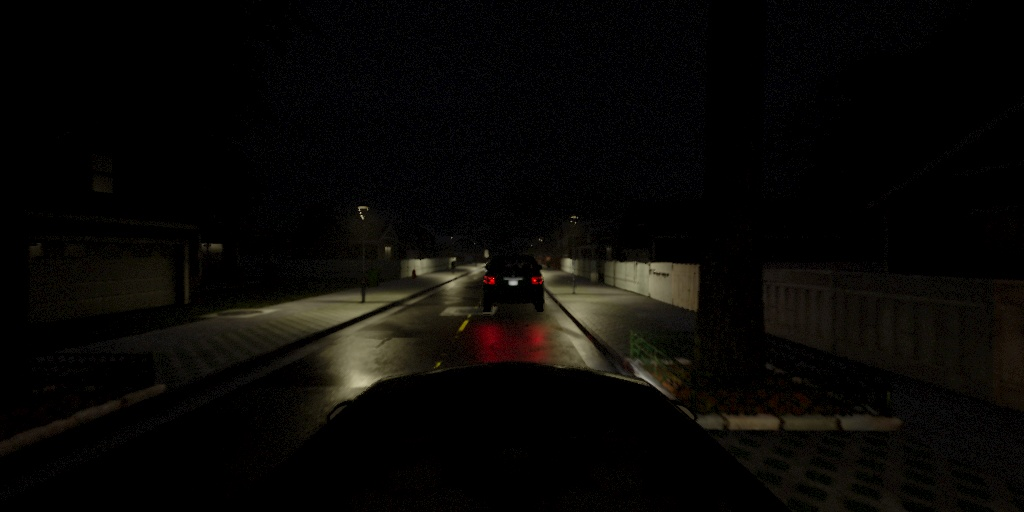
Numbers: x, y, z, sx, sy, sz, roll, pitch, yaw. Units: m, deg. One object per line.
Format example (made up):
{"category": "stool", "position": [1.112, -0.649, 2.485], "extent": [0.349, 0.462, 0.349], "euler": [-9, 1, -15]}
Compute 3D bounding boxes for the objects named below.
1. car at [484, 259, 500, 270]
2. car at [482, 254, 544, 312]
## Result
{"category": "car", "position": [-2.842, 1.195, 52.118], "extent": [2.033, 1.411, 5.357], "euler": [0, 0, 0]}
{"category": "car", "position": [0.062, 0.953, 14.332], "extent": [2.150, 2.045, 5.566], "euler": [0, 0, 0]}
